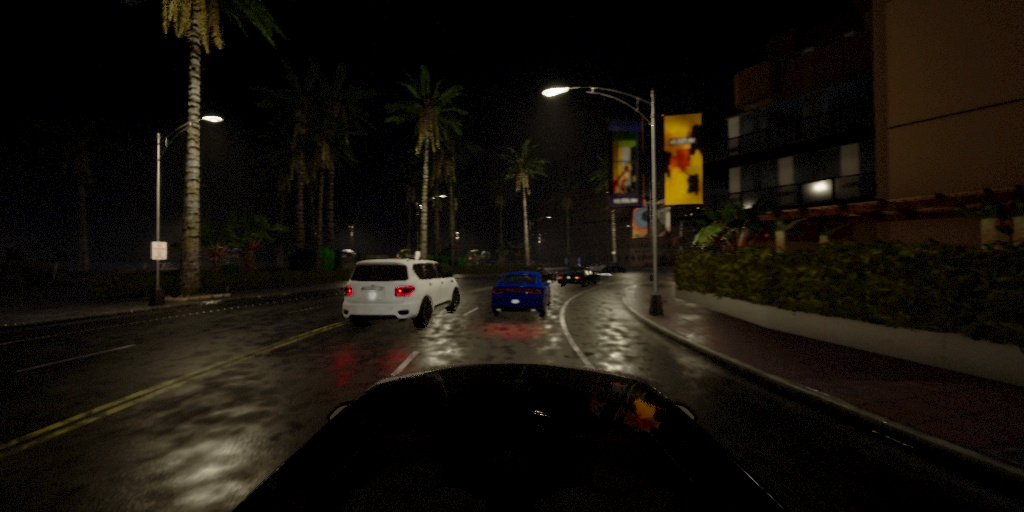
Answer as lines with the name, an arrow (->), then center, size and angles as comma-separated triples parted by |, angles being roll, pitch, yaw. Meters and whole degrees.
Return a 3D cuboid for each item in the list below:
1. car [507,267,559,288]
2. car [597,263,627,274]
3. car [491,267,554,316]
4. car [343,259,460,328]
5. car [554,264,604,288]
car -> 1.799, 1.604, 28.306 | 2.033, 1.411, 5.357 | -1, -1, 28
car -> 14.417, 1.804, 50.666 | 4.181, 1.385, 1.994 | 0, -1, -42
car -> 0.506, 1.374, 14.240 | 1.882, 1.535, 5.008 | -1, -1, 9
car -> -3.399, 1.121, 12.145 | 2.150, 2.045, 5.566 | 0, 0, 6
car -> 5.101, 1.567, 27.089 | 2.033, 1.411, 5.357 | -1, -1, 28
